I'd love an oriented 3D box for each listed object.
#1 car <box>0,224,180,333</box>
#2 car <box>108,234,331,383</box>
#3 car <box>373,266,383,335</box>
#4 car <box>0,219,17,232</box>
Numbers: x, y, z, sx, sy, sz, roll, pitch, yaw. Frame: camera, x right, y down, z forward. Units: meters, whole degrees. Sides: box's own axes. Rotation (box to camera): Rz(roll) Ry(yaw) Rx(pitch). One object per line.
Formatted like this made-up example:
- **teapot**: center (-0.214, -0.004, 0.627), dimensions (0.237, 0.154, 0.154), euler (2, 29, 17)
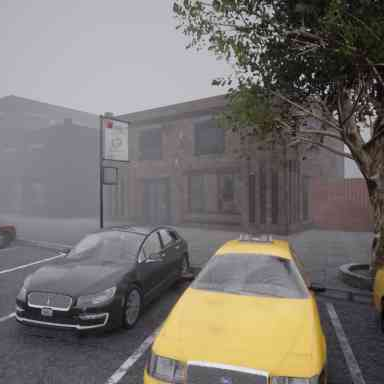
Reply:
- **car**: center (-1.424, 1.487, 7.117), dimensions (2.231, 1.521, 4.892), euler (1, -1, 16)
- **car**: center (0.962, 1.480, 5.186), dimensions (1.946, 1.575, 5.366), euler (1, -1, 16)
- **car**: center (3.405, 1.480, 3.442), dimensions (1.946, 1.575, 5.366), euler (1, -1, 16)
- **car**: center (-8.741, 1.528, 12.359), dimensions (2.002, 1.452, 4.674), euler (1, -1, 16)
